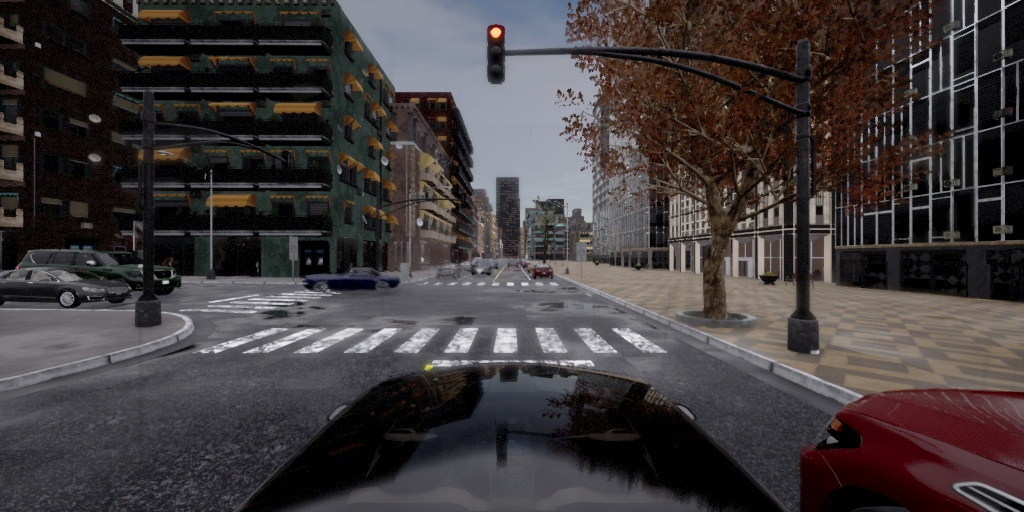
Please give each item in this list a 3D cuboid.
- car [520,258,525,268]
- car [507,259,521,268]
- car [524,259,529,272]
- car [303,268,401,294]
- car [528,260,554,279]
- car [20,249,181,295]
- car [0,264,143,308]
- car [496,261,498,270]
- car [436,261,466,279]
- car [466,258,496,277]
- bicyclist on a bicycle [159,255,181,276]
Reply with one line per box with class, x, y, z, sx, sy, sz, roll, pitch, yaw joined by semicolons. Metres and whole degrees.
car;2.759;1.375;60.008;1.802;1.307;4.207;0;0;0
car;0.174;1.289;63.491;2.128;1.511;4.902;0;0;0
car;2.740;1.298;43.580;1.751;1.417;4.829;0;0;0
car;-8.588;1.311;19.428;4.718;1.301;1.895;2;0;-28
car;2.727;1.307;32.345;1.888;1.381;4.507;0;0;0
car;-17.771;0.747;15.535;5.566;2.045;2.150;1;0;0
car;-16.422;1.091;12.952;4.403;1.370;2.007;0;0;-1
car;-3.030;1.275;52.915;2.128;1.511;4.902;0;0;0
car;-5.653;1.313;32.355;2.007;1.370;4.403;0;0;0
car;-3.060;1.257;36.405;2.128;1.511;4.902;0;0;0
bicyclist on a bicycle;-23.142;0.761;24.220;0.582;1.620;1.656;1;0;-1
